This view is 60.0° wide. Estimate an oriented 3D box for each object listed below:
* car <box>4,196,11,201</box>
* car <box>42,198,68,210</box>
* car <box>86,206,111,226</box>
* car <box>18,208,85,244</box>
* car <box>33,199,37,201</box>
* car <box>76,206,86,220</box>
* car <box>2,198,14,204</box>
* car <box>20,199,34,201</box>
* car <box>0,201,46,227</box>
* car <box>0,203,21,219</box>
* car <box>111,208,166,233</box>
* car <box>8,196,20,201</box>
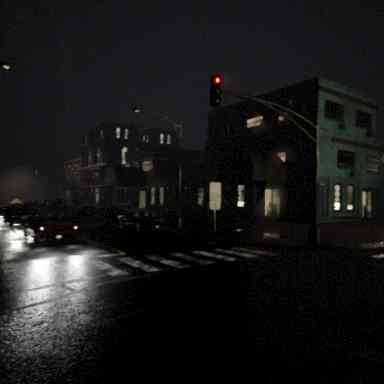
[{"bbox_3d":[-41.957,1.921,76.910,2.192,1.841,5.009,2,-1,-35],"label":"car"},{"bbox_3d":[-16.557,1.701,40.484,2.192,1.841,5.009,2,-1,-35],"label":"car"},{"bbox_3d":[-6.419,1.866,25.956,1.947,1.339,4.313,2,-1,-35],"label":"car"},{"bbox_3d":[-7.176,1.702,16.674,1.895,1.301,4.718,2,-1,-35],"label":"car"},{"bbox_3d":[-19.753,1.852,45.023,1.967,1.590,4.097,2,-1,-35],"label":"car"},{"bbox_3d":[-9.546,1.909,30.457,1.802,1.307,4.206,2,-1,-35],"label":"car"},{"bbox_3d":[-45.127,2.186,81.465,2.008,1.369,4.403,2,-1,-35],"label":"car"},{"bbox_3d":[-26.127,1.907,54.111,1.967,1.590,4.097,2,-1,-35],"label":"car"},{"bbox_3d":[-12.538,1.639,24.406,2.128,1.511,4.902,2,-1,-35],"label":"car"},{"bbox_3d":[-18.229,1.797,32.605,1.895,1.301,4.718,2,-1,-35],"label":"car"},{"bbox_3d":[-3.292,1.824,21.454,2.008,1.369,4.403,2,-1,-35],"label":"car"},{"bbox_3d":[-35.724,2.076,67.927,1.752,1.417,4.829,2,-1,-35],"label":"car"}]
